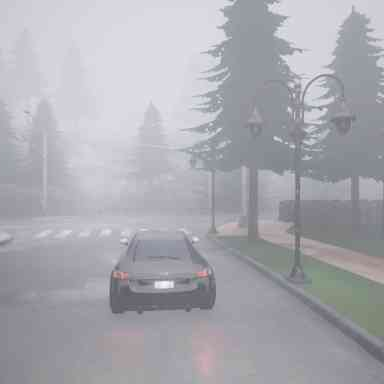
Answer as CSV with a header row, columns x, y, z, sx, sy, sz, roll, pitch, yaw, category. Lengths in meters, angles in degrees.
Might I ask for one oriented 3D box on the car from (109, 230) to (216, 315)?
x,y,z,sx,sy,sz,roll,pitch,yaw,category
-0.725,1.564,7.709,1.994,1.385,4.181,0,0,-7,car
